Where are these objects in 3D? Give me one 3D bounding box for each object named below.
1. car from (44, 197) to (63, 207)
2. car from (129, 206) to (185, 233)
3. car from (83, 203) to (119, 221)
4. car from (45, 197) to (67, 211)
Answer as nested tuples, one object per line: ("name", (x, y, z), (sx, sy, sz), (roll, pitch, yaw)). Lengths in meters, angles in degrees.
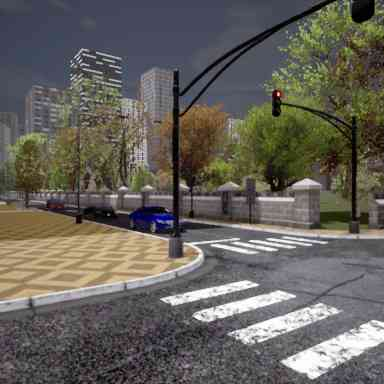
("car", (-24.196, 1.672, 58.003), (2.128, 1.511, 4.902), (0, 0, -34))
("car", (-2.262, 1.567, 20.030), (1.812, 1.442, 4.674), (0, 0, -34))
("car", (-7.752, 1.633, 28.103), (1.994, 1.385, 4.181), (0, 0, -34))
("car", (-17.246, 1.684, 42.134), (1.994, 1.385, 4.181), (0, 0, -34))
